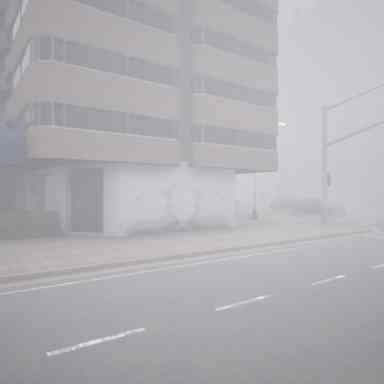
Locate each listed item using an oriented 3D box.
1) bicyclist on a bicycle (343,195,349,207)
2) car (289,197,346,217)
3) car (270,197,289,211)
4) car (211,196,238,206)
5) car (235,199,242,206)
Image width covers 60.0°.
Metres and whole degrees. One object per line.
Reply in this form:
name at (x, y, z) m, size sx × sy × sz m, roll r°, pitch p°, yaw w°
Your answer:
bicyclist on a bicycle at (22.047, 1.301, 47.669) m, size 1.656 × 1.620 × 0.582 m, roll 0°, pitch 0°, yaw -36°
car at (11.888, 1.352, 31.058) m, size 2.097 × 1.767 × 4.553 m, roll 0°, pitch 0°, yaw -36°
car at (11.167, 1.352, 38.011) m, size 2.097 × 1.767 × 4.553 m, roll 0°, pitch 0°, yaw -36°
car at (5.620, 1.491, 57.932) m, size 2.128 × 1.511 × 4.902 m, roll 0°, pitch 0°, yaw -35°
car at (5.445, 1.547, 52.182) m, size 2.033 × 1.411 × 5.357 m, roll 0°, pitch 0°, yaw -36°
